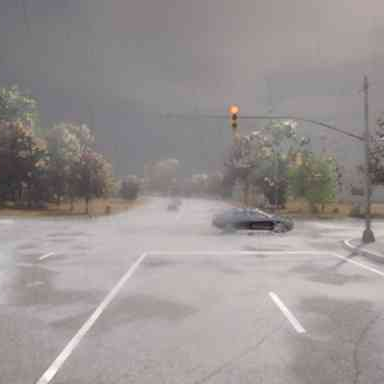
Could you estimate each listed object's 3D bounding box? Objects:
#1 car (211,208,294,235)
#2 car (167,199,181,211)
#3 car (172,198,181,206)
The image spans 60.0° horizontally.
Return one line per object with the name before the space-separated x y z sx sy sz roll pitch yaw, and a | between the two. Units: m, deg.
car | 3.600 1.740 20.069 4.902 1.511 2.128 0 -2 1
car | -3.486 2.606 61.109 2.033 1.411 5.357 0 0 1
car | -3.434 2.295 76.581 1.837 1.490 4.892 0 1 0
